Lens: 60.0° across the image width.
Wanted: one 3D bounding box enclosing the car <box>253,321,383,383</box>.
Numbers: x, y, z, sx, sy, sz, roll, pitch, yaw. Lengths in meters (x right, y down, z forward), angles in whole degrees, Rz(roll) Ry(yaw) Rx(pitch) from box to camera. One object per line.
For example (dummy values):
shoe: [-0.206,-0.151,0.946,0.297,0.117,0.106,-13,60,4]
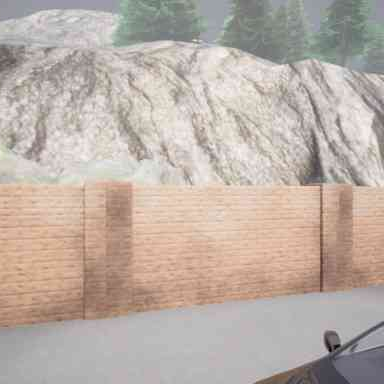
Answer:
car: [2.083,1.492,1.955,4.902,1.511,2.128,0,0,-19]
